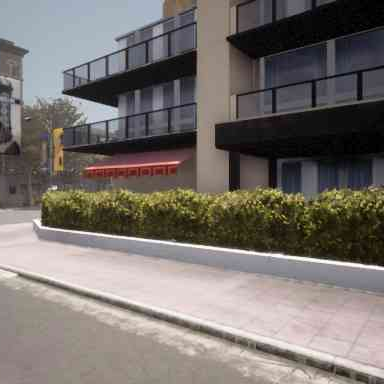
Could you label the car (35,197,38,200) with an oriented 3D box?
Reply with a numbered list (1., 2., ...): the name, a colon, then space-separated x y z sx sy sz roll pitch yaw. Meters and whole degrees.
1. car: -34.518 1.481 68.376 4.892 1.521 2.231 0 0 37
